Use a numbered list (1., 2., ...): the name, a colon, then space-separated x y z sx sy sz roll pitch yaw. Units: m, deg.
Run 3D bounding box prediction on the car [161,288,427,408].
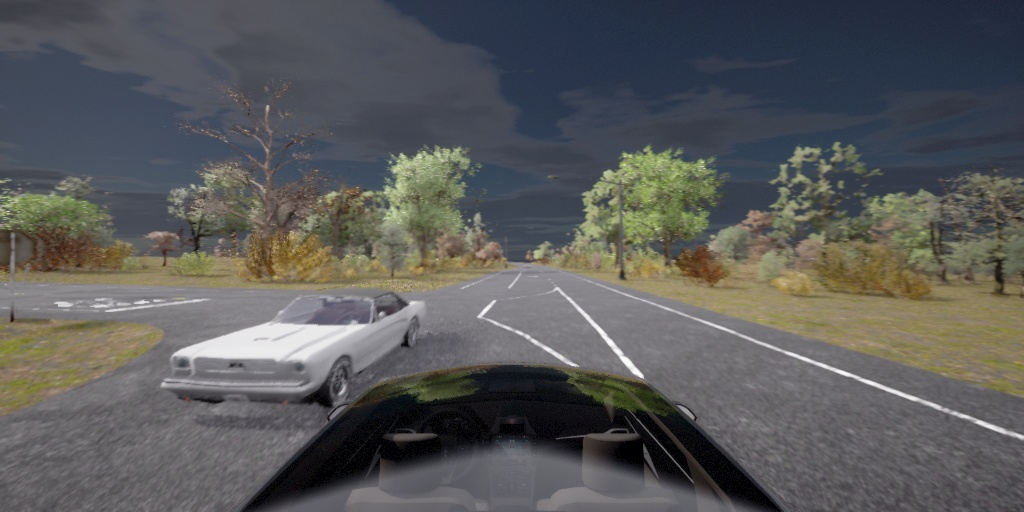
1. car: -3.095 1.313 6.384 1.895 1.301 4.718 1 1 3
